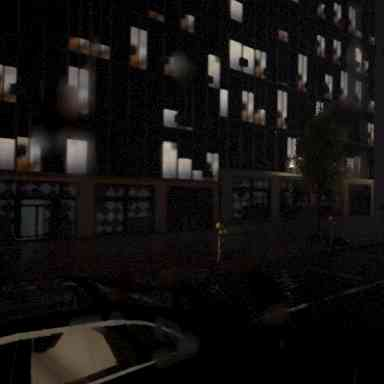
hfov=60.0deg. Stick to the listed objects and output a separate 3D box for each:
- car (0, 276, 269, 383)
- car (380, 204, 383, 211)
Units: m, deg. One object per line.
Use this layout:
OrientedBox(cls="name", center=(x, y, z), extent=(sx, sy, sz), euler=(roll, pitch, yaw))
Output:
OrientedBox(cls="car", center=(-1.584, 1.491, 2.250), extent=(4.902, 1.511, 2.128), euler=(1, 0, -36))
OrientedBox(cls="car", center=(26.822, 2.007, 43.141), extent=(2.008, 1.369, 4.403), euler=(1, -1, -35))
